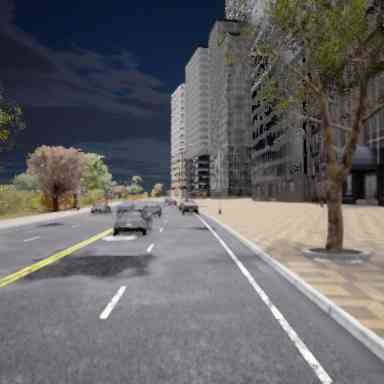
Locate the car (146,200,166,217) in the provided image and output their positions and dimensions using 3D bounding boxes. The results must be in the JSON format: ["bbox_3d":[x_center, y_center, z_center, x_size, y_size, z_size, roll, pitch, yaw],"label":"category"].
[{"bbox_3d":[-4.236,1.880,36.526,2.128,1.511,4.902,0,0,-3],"label":"car"}]

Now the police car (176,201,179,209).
[{"bbox_3d":[-0.961,1.944,49.604,1.930,1.638,5.238,0,-1,-4],"label":"police car"}]

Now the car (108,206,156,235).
[{"bbox_3d":[-3.510,1.777,20.357,1.994,1.385,4.181,0,-1,-2],"label":"car"}]

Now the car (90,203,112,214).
[{"bbox_3d":[-11.214,2.026,41.267,1.994,1.385,4.181,0,-1,-4],"label":"car"}]

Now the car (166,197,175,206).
[{"bbox_3d":[-4.248,2.300,73.350,1.812,1.442,4.674,0,-1,-7],"label":"car"}]

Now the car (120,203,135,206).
[{"bbox_3d":[-7.889,1.987,40.256,2.033,1.411,5.357,0,-1,-3],"label":"car"}]

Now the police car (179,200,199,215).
[{"bbox_3d":[-0.253,1.831,39.536,1.930,1.638,5.238,0,-1,-4],"label":"police car"}]
